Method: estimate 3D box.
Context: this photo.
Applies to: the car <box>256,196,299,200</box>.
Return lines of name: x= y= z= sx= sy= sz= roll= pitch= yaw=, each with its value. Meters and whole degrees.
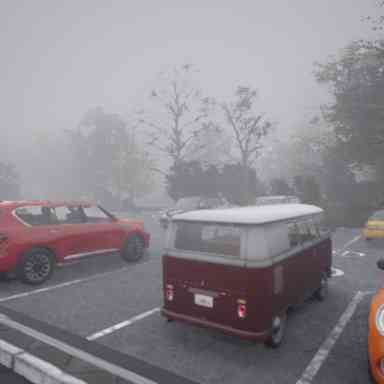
car: x=4.660 y=1.244 z=18.957 sx=2.435 sy=2.045 sz=5.566 roll=-1 pitch=0 yaw=35

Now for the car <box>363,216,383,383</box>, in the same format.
car: x=3.844 y=1.348 z=4.596 sx=2.185 sy=1.767 sz=4.553 roll=0 pitch=0 yaw=35

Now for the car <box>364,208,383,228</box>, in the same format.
car: x=9.457 y=1.474 z=15.838 sx=1.946 sy=1.575 sz=5.366 roll=0 pitch=0 yaw=35

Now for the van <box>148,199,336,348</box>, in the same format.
van: x=1.411 y=1.252 z=6.415 sx=1.878 sy=1.987 sz=4.442 roll=0 pitch=0 yaw=35

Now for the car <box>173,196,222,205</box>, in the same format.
car: x=0.181 y=1.296 z=22.084 sx=2.435 sy=2.045 sz=5.566 roll=-1 pitch=0 yaw=35

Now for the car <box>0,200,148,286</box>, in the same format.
car: x=-3.705 y=1.254 z=9.905 sx=2.435 sy=2.045 sz=5.566 roll=0 pitch=0 yaw=35

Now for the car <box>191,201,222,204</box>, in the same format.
car: x=2.385 y=1.521 z=20.573 sx=2.231 sy=1.521 sz=4.892 roll=-1 pitch=0 yaw=35
